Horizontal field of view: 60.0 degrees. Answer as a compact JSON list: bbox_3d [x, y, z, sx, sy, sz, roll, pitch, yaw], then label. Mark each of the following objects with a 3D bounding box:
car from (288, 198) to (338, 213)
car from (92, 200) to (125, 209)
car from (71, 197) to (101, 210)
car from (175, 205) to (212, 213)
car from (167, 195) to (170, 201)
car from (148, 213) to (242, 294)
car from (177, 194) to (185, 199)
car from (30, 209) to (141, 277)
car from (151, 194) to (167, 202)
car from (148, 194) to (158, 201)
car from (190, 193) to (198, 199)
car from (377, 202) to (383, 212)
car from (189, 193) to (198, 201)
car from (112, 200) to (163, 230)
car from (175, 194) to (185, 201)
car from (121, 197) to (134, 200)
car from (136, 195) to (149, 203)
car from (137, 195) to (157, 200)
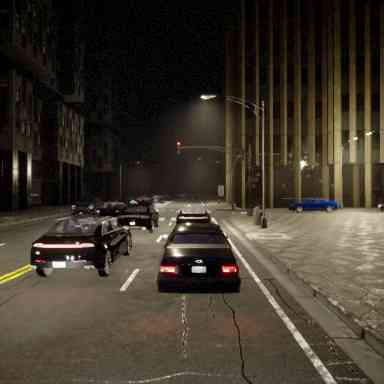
[{"bbox_3d":[12.710,1.369,35.047,5.008,1.535,1.882,0,0,1],"label":"car"},{"bbox_3d":[-6.463,1.569,27.649,1.895,1.301,4.718,0,0,0],"label":"car"},{"bbox_3d":[-9.694,1.312,31.322,2.097,1.767,4.553,0,0,0],"label":"car"},{"bbox_3d":[0.092,1.475,18.695,2.128,1.511,4.902,0,0,0],"label":"car"},{"bbox_3d":[-6.121,1.400,75.629,1.895,1.301,4.718,0,0,0],"label":"car"},{"bbox_3d":[0.143,1.544,8.951,2.033,1.411,5.357,0,0,0],"label":"car"},{"bbox_3d":[-2.808,1.187,87.564,1.895,1.301,4.718,0,0,0],"label":"car"},{"bbox_3d":[-3.101,1.487,10.225,2.128,1.511,4.902,0,0,0],"label":"car"},{"bbox_3d":[-6.268,1.357,60.501,2.128,1.511,4.902,0,0,1],"label":"car"},{"bbox_3d":[-9.352,1.306,79.233,1.812,1.442,4.674,0,0,0],"label":"car"},{"bbox_3d":[0.442,1.117,87.517,2.128,1.511,4.902,0,0,0],"label":"car"},{"bbox_3d":[22.176,1.343,35.018,4.902,1.511,2.128,0,0,0],"label":"car"},{"bbox_3d":[0.389,1.291,77.095,1.837,1.490,4.892,0,0,0],"label":"car"},{"bbox_3d":[-3.055,1.460,19.601,1.882,1.535,5.008,0,0,0],"label":"car"},{"bbox_3d":[-2.861,1.316,77.112,2.128,1.511,4.902,0,0,0],"label":"car"},{"bbox_3d":[-9.602,1.455,49.174,2.033,1.411,5.357,0,0,0],"label":"car"},{"bbox_3d":[-9.472,1.375,64.229,1.812,1.442,4.674,0,0,1],"label":"car"},{"bbox_3d":[-6.359,1.519,45.919,1.895,1.301,4.718,0,0,0],"label":"car"}]
